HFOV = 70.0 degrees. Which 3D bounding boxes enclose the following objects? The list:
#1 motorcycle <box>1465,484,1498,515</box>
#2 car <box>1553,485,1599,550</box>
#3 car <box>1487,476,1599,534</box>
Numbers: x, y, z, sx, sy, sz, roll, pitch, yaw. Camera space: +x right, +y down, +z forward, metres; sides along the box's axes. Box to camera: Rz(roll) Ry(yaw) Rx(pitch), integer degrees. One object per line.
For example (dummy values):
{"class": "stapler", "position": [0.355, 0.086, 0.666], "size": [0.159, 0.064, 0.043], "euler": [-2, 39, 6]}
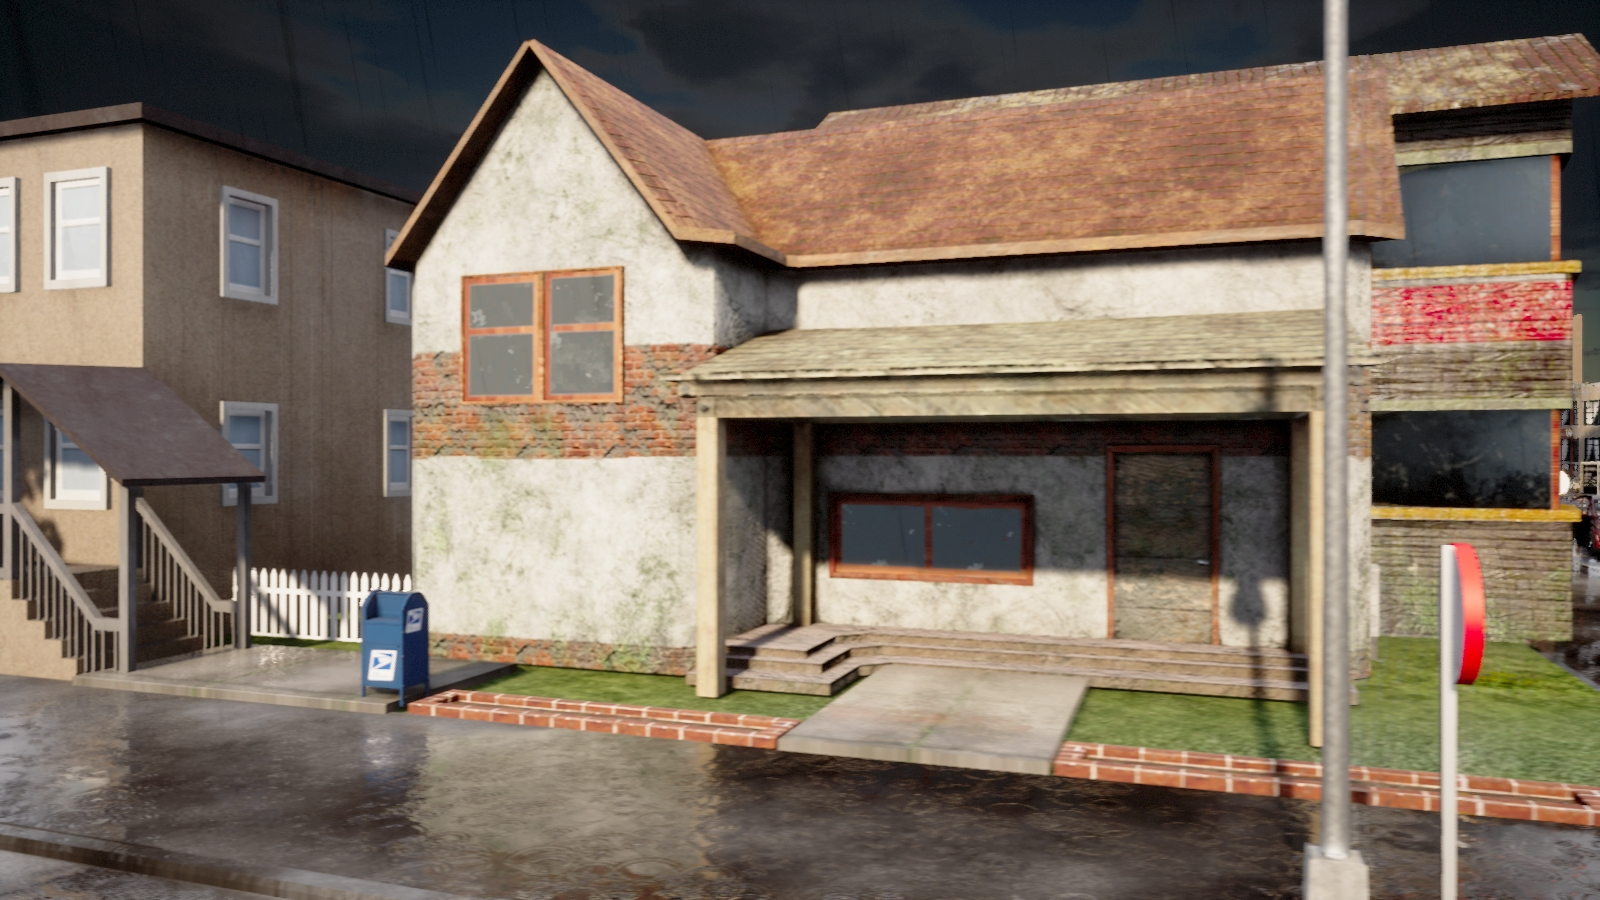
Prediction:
{"class": "motorcycle", "position": [27.525, 1.994, 46.179], "size": [0.803, 1.145, 2.033], "euler": [0, 0, 20]}
{"class": "car", "position": [21.981, 1.798, 30.985], "size": [1.789, 1.549, 3.705], "euler": [0, 1, 20]}
{"class": "car", "position": [24.386, 1.748, 37.569], "size": [2.242, 1.667, 4.611], "euler": [0, 0, 20]}
